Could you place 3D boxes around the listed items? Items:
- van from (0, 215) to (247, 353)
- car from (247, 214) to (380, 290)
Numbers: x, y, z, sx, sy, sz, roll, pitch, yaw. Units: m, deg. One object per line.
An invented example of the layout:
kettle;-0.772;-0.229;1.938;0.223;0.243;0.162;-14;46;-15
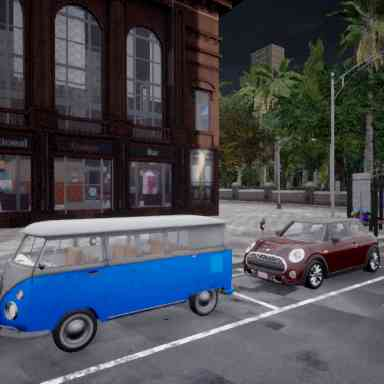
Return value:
van;-1.114;1.341;5.866;3.998;1.788;1.690;0;0;-36
car;3.287;1.439;9.040;4.097;1.590;1.967;0;0;-36
